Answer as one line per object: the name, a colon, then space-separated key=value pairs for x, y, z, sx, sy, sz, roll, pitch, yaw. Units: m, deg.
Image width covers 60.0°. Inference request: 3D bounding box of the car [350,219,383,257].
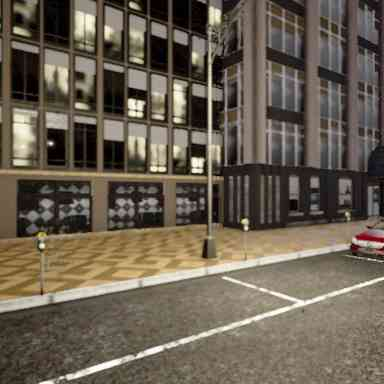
car: x=7.331 y=1.585 z=11.796 sx=4.206 sy=1.307 sz=1.802 roll=0 pitch=0 yaw=-36
